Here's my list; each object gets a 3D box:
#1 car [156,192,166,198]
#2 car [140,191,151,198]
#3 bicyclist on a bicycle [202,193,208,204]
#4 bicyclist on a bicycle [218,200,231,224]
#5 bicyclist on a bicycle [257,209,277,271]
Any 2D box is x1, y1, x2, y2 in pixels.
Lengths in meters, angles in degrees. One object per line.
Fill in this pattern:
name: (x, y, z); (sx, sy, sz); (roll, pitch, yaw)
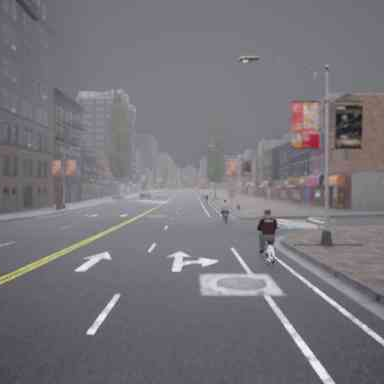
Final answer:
car: (-6.503, 0.610, 69.811); (1.895, 1.301, 4.718); (0, 1, 0)
car: (-9.753, 0.567, 69.840); (1.994, 1.385, 4.181); (0, 1, 0)
bicyclist on a bicycle: (2.249, 1.114, 51.414); (0.659, 1.776, 1.843); (0, 1, 0)
bicyclist on a bicycle: (2.212, 1.311, 22.208); (0.866, 1.612, 1.509); (-1, 1, 0)
bicyclist on a bicycle: (2.251, 1.391, 10.079); (0.659, 1.776, 1.843); (0, 0, 0)
